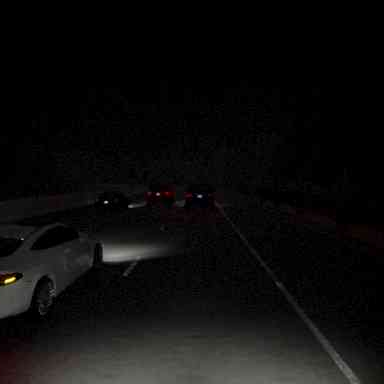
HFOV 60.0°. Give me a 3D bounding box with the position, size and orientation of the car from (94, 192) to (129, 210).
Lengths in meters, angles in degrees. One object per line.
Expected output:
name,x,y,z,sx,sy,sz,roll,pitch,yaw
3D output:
car,-6.378,0.672,26.826,1.994,1.385,4.181,0,2,1

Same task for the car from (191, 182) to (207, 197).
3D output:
car,1.049,-0.396,48.376,2.150,2.045,5.566,0,2,1

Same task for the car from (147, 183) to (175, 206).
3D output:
car,-2.801,0.197,30.708,2.150,2.045,5.566,0,2,1

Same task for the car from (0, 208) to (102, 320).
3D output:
car,-3.273,1.300,6.716,1.812,1.442,4.674,0,2,1

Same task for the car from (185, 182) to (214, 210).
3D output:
car,0.622,0.326,26.742,2.150,2.045,5.566,0,2,1
